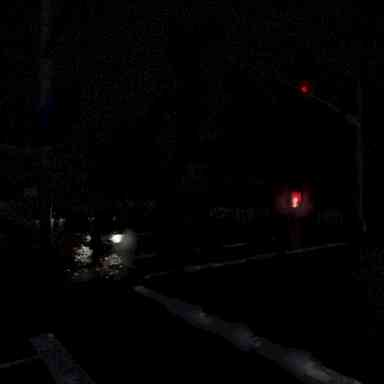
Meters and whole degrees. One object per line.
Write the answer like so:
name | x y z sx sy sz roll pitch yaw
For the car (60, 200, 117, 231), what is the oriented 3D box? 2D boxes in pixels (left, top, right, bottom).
car | -6.496 1.498 21.152 1.882 1.535 5.008 0 0 -37

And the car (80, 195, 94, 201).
car | -25.271 1.416 79.790 1.970 1.475 3.806 0 0 -37

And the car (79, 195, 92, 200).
car | -23.220 1.403 72.061 1.845 1.501 3.633 0 0 -37

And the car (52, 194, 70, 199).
car | -16.714 1.365 40.832 2.097 1.767 4.553 0 0 -35

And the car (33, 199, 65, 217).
car | -12.538 1.576 29.125 1.994 1.385 4.181 0 0 -36

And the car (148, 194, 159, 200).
car | -8.246 1.180 83.069 1.932 1.855 4.605 0 0 -37
